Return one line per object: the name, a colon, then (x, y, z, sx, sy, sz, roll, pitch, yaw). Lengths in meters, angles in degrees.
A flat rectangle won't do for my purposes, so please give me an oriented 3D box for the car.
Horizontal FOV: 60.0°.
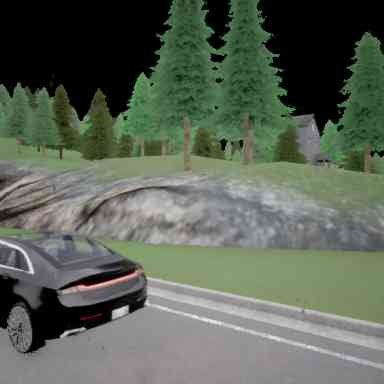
car: (-2.982, 1.491, 6.122, 4.902, 1.511, 2.128, 0, 0, 36)
